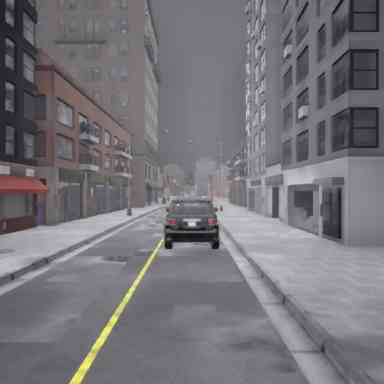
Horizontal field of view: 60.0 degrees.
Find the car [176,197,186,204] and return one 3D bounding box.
[{"bbox_3d":[-2.216,1.639,67.172,1.994,1.385,4.181,0,0,0],"label":"car"}]

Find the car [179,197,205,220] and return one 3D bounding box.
[{"bbox_3d":[0.046,1.383,29.604,2.097,1.767,4.553,0,0,1],"label":"car"}]

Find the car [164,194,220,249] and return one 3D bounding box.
[{"bbox_3d":[0.000,1.260,14.681,2.150,2.045,5.566,0,0,0],"label":"car"}]
